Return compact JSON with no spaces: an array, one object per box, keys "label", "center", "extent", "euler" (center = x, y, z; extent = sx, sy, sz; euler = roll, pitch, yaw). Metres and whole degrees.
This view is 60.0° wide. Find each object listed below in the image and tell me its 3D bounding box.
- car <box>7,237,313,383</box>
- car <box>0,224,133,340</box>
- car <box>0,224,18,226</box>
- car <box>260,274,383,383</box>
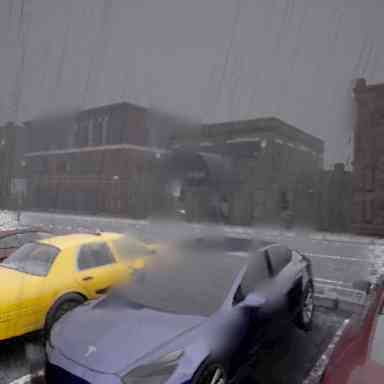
[{"label":"car","center":[0.311,1.505,4.890],"extent":[2.163,1.488,4.792],"euler":[0,0,36]},{"label":"car","center":[-1.830,1.467,6.681],"extent":[1.946,1.575,5.366],"euler":[0,0,36]},{"label":"car","center":[-4.097,1.505,8.052],"extent":[2.002,1.452,4.674],"euler":[0,1,36]},{"label":"car","center":[2.592,1.521,3.295],"extent":[2.002,1.452,4.674],"euler":[0,0,36]}]
